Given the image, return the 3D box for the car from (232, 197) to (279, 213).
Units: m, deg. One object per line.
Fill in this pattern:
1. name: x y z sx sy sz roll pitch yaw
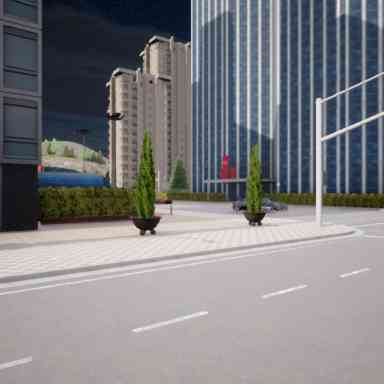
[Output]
1. car: 6.341 1.490 35.454 2.128 1.511 4.902 0 0 -36

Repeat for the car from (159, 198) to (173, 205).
1. car: -5.181 1.600 57.433 1.895 1.301 4.718 0 0 -35

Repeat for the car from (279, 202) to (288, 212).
1. car: 8.734 1.351 38.119 2.097 1.767 4.553 0 0 -36
